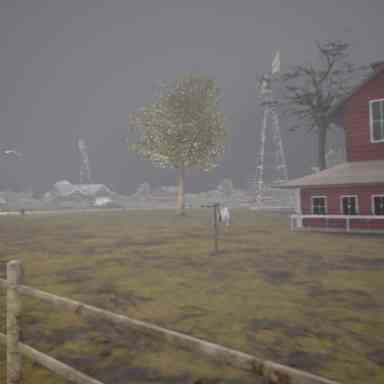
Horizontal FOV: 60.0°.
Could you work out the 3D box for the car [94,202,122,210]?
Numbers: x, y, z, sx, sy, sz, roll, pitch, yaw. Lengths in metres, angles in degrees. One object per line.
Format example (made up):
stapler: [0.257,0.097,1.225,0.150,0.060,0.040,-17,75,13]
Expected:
car: [-15.143,2.455,60.452,2.033,1.411,5.357,-2,-2,36]
